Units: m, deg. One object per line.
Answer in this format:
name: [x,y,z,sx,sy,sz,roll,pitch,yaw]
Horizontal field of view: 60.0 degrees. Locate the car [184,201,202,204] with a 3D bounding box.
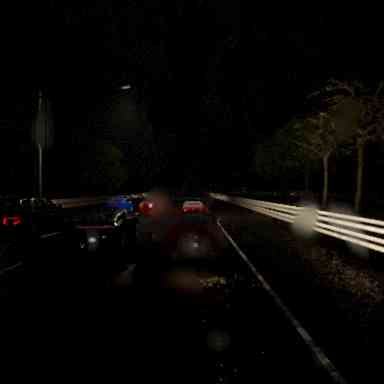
car: [0.089,1.441,28.336,1.895,1.301,4.718,0,0,0]

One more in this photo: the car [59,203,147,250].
car: [-3.414,1.416,13.846,2.128,1.511,4.902,0,0,0]

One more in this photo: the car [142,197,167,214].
car: [-3.408,1.184,29.680,2.097,1.767,4.553,0,0,0]

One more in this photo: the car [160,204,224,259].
car: [0.080,1.411,12.249,1.882,1.535,5.008,0,0,0]

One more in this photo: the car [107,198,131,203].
car: [-6.902,1.298,31.445,1.882,1.535,5.008,0,0,0]

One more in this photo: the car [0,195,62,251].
car: [-6.910,1.145,13.810,2.150,2.045,5.566,0,0,0]
